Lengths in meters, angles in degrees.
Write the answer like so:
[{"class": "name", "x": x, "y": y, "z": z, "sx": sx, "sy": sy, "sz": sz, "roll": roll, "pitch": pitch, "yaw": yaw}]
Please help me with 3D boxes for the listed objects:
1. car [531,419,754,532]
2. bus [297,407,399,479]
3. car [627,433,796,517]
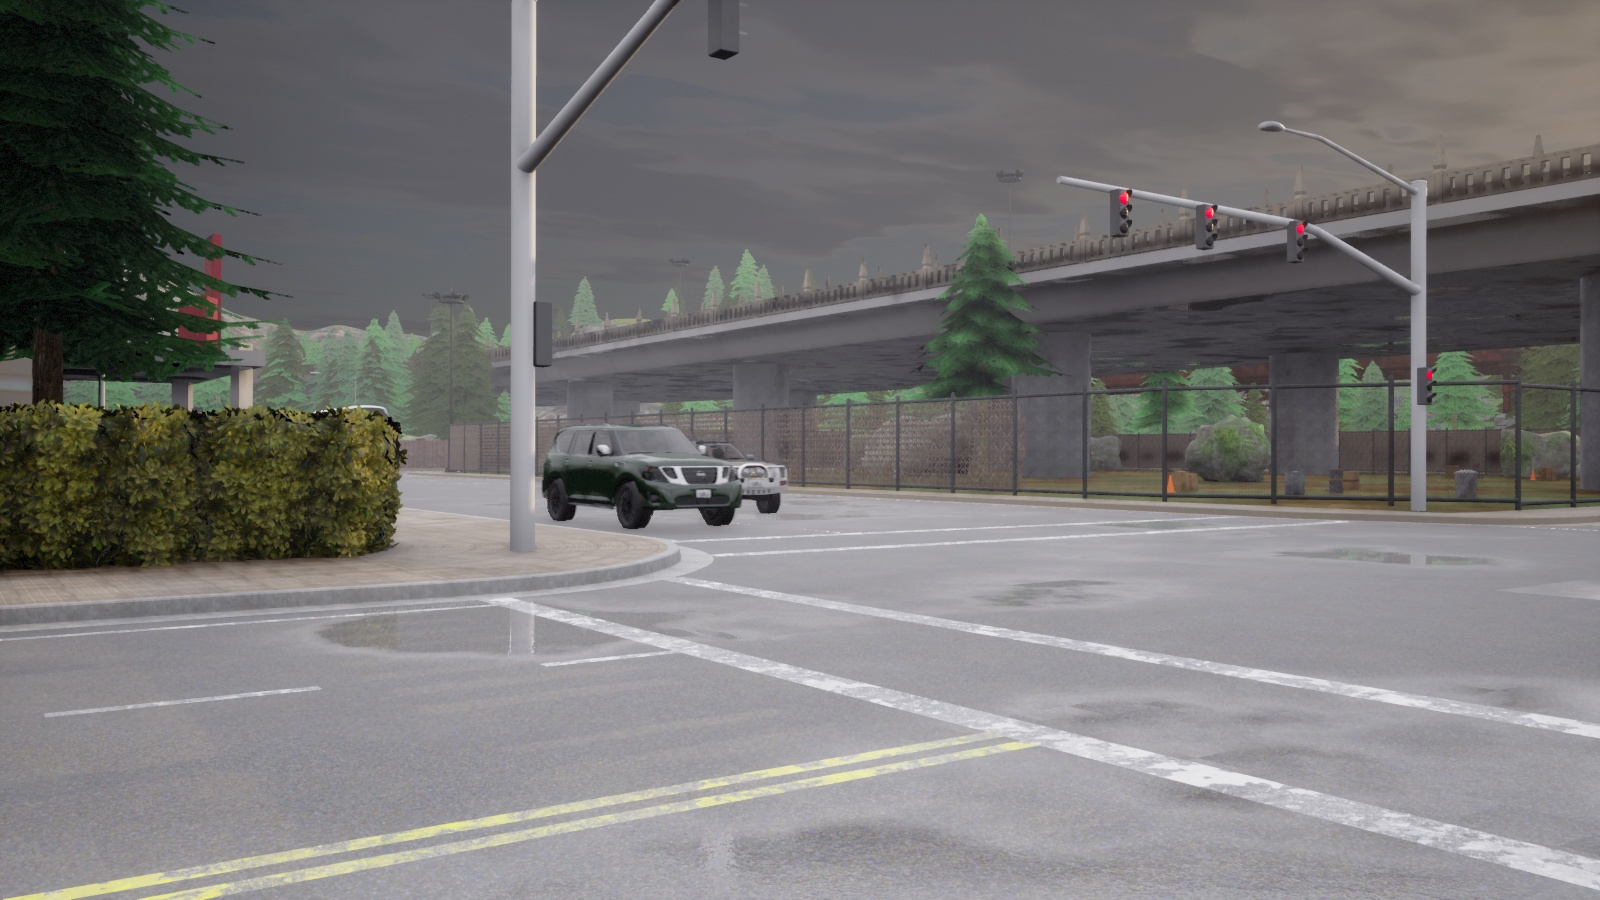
[{"class": "car", "x": -3.346, "y": 0.480, "z": 25.483, "sx": 2.150, "sy": 2.045, "sz": 5.566, "roll": 0, "pitch": 0, "yaw": -35}, {"class": "bus", "x": -29.195, "y": -0.410, "z": 80.685, "sx": 3.944, "sy": 4.253, "sz": 10.273, "roll": -2, "pitch": 1, "yaw": -32}, {"class": "car", "x": -2.213, "y": 0.587, "z": 29.994, "sx": 1.932, "sy": 1.855, "sz": 4.605, "roll": 0, "pitch": -1, "yaw": -35}]
